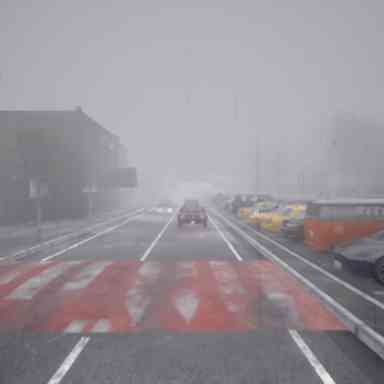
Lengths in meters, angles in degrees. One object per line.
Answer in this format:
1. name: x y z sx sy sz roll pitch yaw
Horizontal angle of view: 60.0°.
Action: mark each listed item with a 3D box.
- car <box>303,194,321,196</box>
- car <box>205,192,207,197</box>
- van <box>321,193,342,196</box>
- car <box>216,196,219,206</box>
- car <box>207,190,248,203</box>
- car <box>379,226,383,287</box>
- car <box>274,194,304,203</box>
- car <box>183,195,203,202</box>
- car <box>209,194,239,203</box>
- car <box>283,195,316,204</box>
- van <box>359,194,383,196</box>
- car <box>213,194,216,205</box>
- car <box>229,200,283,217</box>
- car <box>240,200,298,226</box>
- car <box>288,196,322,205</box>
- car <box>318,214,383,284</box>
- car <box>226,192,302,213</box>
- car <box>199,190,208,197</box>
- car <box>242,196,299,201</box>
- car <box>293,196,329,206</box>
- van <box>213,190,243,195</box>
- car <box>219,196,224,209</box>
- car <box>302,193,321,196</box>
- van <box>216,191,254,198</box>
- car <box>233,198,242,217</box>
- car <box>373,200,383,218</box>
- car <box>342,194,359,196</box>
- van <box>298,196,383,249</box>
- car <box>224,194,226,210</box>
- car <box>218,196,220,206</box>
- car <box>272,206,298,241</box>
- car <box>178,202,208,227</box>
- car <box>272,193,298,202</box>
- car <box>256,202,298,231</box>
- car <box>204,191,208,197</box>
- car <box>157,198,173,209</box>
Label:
1. car: 18.393 1.452 45.630 5.008 1.535 2.097 0 1 -1
2. car: 5.615 1.129 67.951 4.674 1.452 2.002 0 1 -1
3. van: 18.331 1.252 39.848 4.442 1.987 1.878 0 0 0
4. car: 5.855 1.517 42.510 4.674 1.452 2.002 0 0 -1
5. car: 5.717 1.069 53.820 5.566 2.045 2.435 0 1 -1
6. car: 6.201 1.475 5.769 4.674 1.452 2.002 0 0 -1
7. car: 18.237 1.179 62.580 5.008 1.535 2.097 0 1 -1
8. car: -0.099 1.459 40.438 2.128 1.511 4.902 0 0 -1
9. car: 5.687 1.228 59.474 5.008 1.535 2.097 0 1 -1
10. car: 18.302 1.274 56.809 4.892 1.521 2.231 0 1 -1
11. van: 18.645 1.242 31.380 4.442 1.987 1.878 0 0 -1
12. car: 5.801 1.453 48.175 4.674 1.452 2.002 0 1 -1
13. car: 5.961 1.507 31.199 4.674 1.452 2.002 0 0 -1
14. car: 5.880 1.450 19.895 5.366 1.575 1.946 0 0 -1
15. car: 18.290 1.347 54.111 4.792 1.488 2.163 0 1 -1
16. car: 6.142 1.468 8.594 4.792 1.488 2.163 0 0 -1
17. car: 6.014 1.212 28.374 5.566 2.045 2.435 0 0 -1
18. car: 5.128 0.853 94.107 4.674 1.452 2.002 1 1 0
19. car: 6.070 1.331 22.723 4.553 1.767 2.185 0 0 -1
20. car: 18.317 1.393 51.288 4.792 1.488 2.163 0 1 -1
21. van: 5.889 1.141 50.996 4.442 1.987 1.878 0 1 -1
22. car: 5.900 1.474 36.850 5.008 1.535 2.097 0 0 -1
23. car: 18.344 1.158 48.460 5.566 2.045 2.435 0 1 -1
24. van: 5.941 1.227 45.467 4.442 1.987 1.878 0 1 -1
25. car: 6.197 1.457 25.550 5.366 1.575 1.946 0 0 -1
26. car: 18.560 1.465 28.554 4.892 1.521 2.231 0 0 -1
27. car: 18.469 1.345 34.325 4.553 1.767 2.185 0 0 -1
28. van: 6.262 1.216 11.422 4.442 1.987 1.878 0 0 -1
29. car: 5.963 1.345 34.025 4.553 1.767 2.185 0 0 -1
30. car: 5.876 1.518 39.676 4.674 1.452 2.002 0 0 -1
31. car: 6.116 1.486 14.246 4.674 1.452 2.002 0 0 -1
32. car: 0.032 1.601 22.850 1.895 1.301 4.718 0 0 0
33. car: 18.186 1.009 65.277 4.553 1.767 2.185 0 1 -1
34. car: 6.277 1.446 17.073 5.366 1.575 1.946 0 0 -1
35. car: 5.615 1.073 70.777 4.792 1.488 2.163 0 1 -1
36. car: -3.579 1.505 45.007 1.994 1.385 4.181 0 0 0
